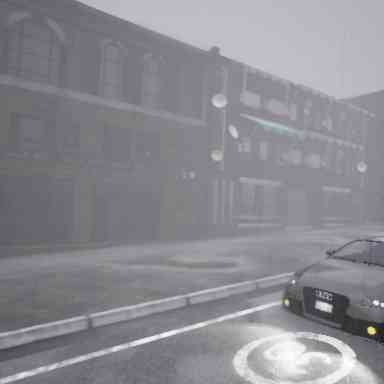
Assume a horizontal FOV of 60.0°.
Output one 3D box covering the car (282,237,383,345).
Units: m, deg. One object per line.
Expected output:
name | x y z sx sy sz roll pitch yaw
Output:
car | 3.657 1.604 6.295 4.181 1.385 1.994 1 0 -36
